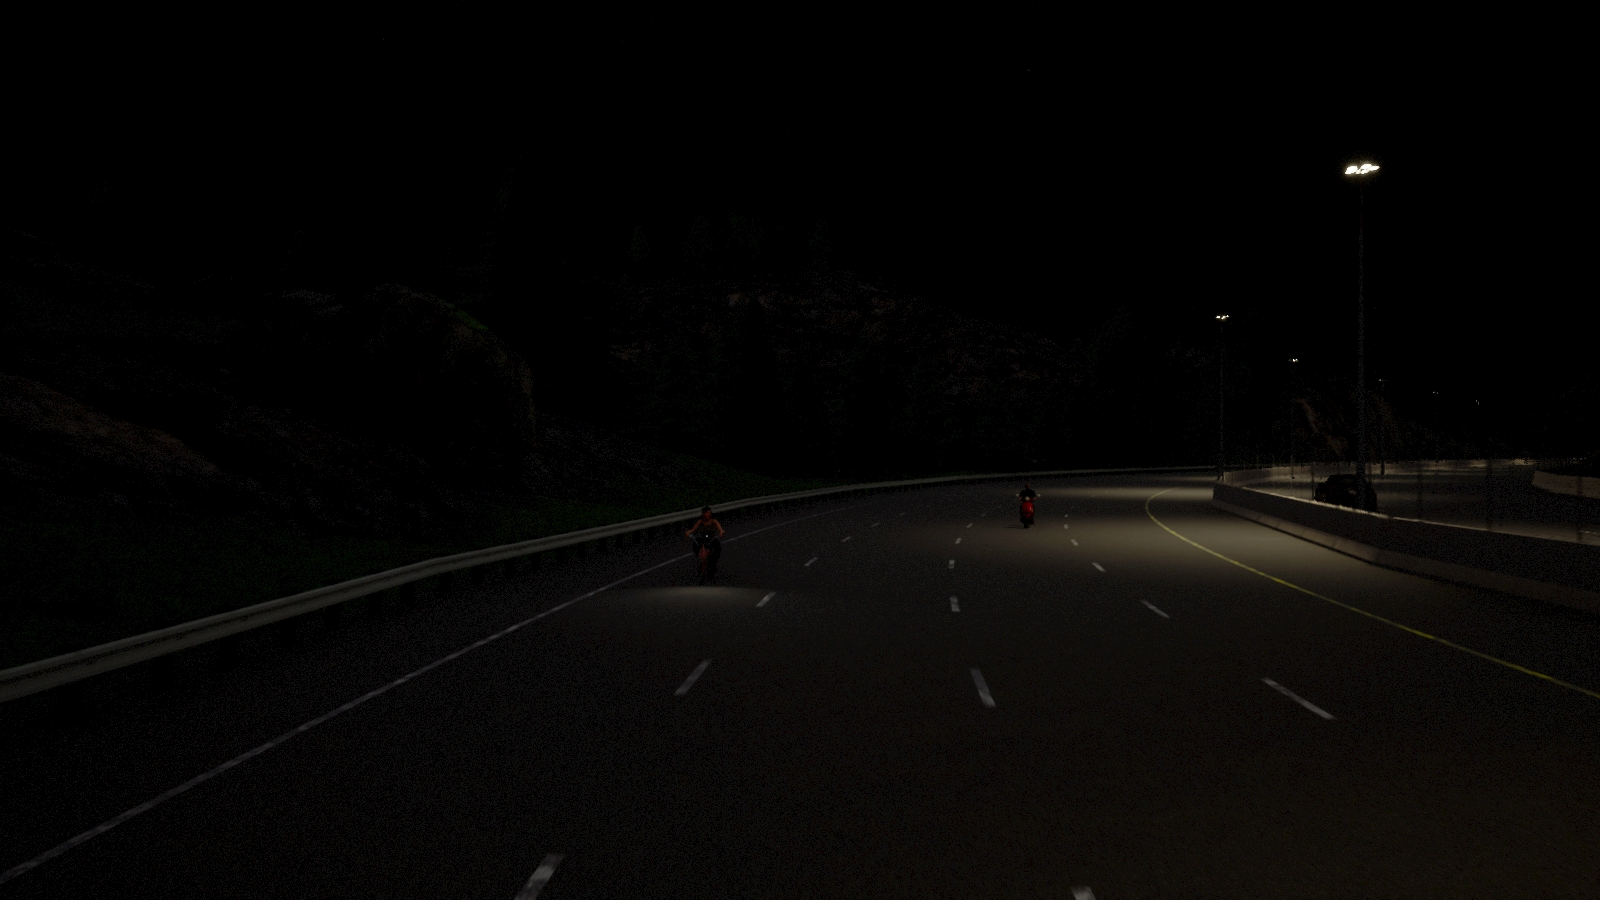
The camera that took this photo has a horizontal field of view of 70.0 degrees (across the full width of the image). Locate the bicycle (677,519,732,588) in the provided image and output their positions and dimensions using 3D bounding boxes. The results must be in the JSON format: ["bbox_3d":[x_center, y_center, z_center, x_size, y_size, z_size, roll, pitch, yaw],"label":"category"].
[{"bbox_3d":[-1.980,2.146,23.990,0.859,1.295,1.487,0,0,7],"label":"bicycle"}]

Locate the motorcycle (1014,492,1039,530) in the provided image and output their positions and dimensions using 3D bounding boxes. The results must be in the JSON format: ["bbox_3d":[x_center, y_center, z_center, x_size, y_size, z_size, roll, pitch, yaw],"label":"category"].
[{"bbox_3d":[8.199,2.191,41.285,0.856,1.236,1.805,1,0,12],"label":"motorcycle"}]
